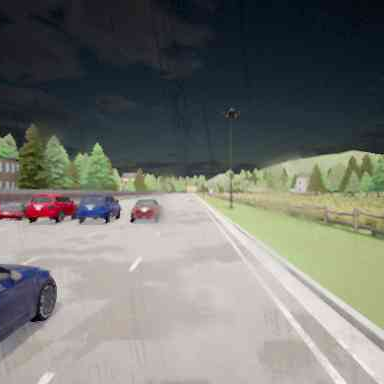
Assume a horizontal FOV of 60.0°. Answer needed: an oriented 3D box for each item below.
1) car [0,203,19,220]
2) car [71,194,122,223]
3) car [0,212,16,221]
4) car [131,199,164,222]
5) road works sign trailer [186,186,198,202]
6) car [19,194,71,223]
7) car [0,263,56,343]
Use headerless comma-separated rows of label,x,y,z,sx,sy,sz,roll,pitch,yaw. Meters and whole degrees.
car,-13.902,1.541,26.913,1.994,1.385,4.181,0,0,0
car,-6.901,1.200,25.208,2.150,2.045,5.566,0,0,0
car,-6.906,1.484,8.415,2.128,1.511,4.902,0,0,0
car,-3.403,1.330,25.945,2.097,1.767,4.553,0,0,0
road works sign trailer,0.002,0.406,71.046,2.380,3.560,2.880,0,0,0
car,-10.401,1.200,25.204,2.150,2.045,5.566,0,0,0
car,-3.415,1.522,4.241,1.812,1.442,4.674,0,0,0
